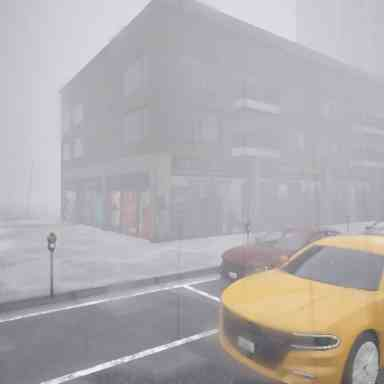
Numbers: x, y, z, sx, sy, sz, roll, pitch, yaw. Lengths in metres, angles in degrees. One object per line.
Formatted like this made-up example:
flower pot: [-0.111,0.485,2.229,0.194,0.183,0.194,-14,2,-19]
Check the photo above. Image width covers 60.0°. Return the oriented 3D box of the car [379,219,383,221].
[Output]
car: [7.212,1.581,11.666,4.206,1.307,1.802,0,0,-35]

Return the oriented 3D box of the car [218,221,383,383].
car: [2.655,1.477,5.270,5.008,1.535,1.882,0,0,-35]

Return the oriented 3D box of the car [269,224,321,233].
car: [2.712,1.544,8.461,4.507,1.381,1.887,0,0,-35]
